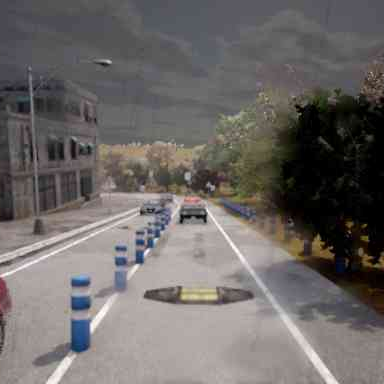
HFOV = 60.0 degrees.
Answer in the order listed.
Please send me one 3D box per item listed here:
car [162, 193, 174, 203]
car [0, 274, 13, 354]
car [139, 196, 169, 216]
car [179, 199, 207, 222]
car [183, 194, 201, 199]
[{"bbox_3d":[-3.843,0.899,51.247,1.837,1.490,4.892,-1,1,-6],"label":"car"},{"bbox_3d":[-3.329,1.457,2.741,1.812,1.442,4.674,1,0,0],"label":"car"},{"bbox_3d":[-3.342,1.313,29.007,1.994,1.385,4.181,0,0,0],"label":"car"},{"bbox_3d":[0.100,1.392,24.177,1.895,1.301,4.718,0,0,0],"label":"car"},{"bbox_3d":[0.016,0.982,41.439,2.097,1.767,4.553,0,1,-1],"label":"car"}]
